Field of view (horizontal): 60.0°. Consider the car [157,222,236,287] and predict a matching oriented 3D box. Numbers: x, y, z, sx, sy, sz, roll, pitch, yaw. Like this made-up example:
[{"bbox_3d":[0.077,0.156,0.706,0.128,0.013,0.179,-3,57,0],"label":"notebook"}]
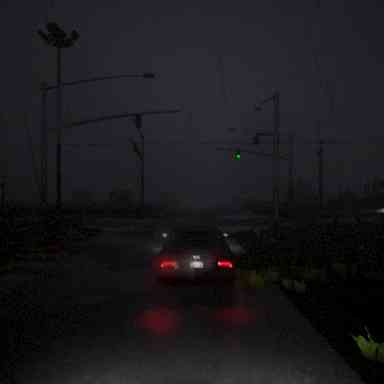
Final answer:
[{"bbox_3d":[0.096,1.577,9.472,2.033,1.411,5.357,0,0,0],"label":"car"}]
